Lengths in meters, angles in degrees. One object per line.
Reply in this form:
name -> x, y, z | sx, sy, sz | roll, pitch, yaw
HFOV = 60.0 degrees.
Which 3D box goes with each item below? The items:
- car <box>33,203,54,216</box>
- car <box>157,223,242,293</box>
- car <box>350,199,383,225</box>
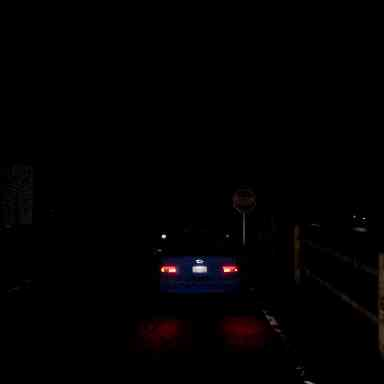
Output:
car -> -13.077, 1.422, 24.939 | 4.718, 1.301, 1.895 | 1, -1, 1
car -> 0.109, 1.549, 8.970 | 2.033, 1.411, 5.357 | 0, 0, -1
car -> 14.806, 1.507, 24.593 | 5.566, 2.045, 2.150 | 1, -1, 1
